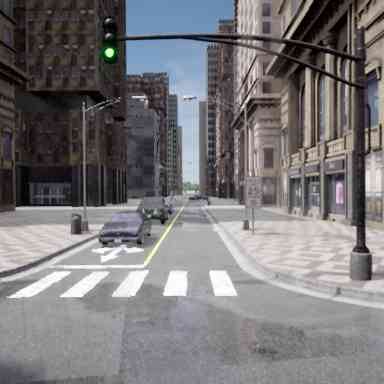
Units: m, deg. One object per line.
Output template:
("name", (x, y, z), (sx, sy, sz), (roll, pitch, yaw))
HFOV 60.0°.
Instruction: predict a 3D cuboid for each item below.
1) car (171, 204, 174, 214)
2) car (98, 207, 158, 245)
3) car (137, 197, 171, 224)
("car", (-3.114, 1.776, 37.117), (1.812, 1.442, 4.674), (0, 0, 0))
("car", (-3.119, 1.684, 16.567), (2.033, 1.411, 5.357), (0, 0, 0))
("car", (-3.123, 1.415, 26.787), (2.150, 2.045, 5.566), (0, 0, -1))
